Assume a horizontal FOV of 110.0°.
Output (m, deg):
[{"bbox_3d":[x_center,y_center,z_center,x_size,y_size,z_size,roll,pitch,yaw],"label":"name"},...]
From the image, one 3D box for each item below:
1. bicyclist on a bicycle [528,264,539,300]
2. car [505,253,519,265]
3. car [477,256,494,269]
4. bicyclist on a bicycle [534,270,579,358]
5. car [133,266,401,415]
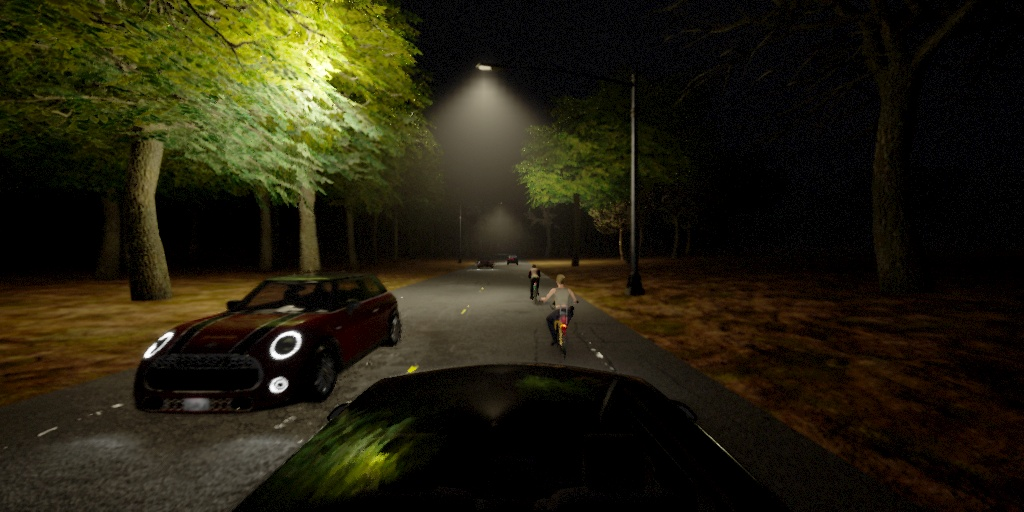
[{"bbox_3d":[0.968,1.172,15.295,0.582,1.620,1.656,0,0,0],"label":"bicyclist on a bicycle"},{"bbox_3d":[0.113,0.712,60.250,2.128,1.511,4.902,0,1,0],"label":"car"},{"bbox_3d":[-3.583,0.800,48.654,2.097,1.767,4.553,0,1,0],"label":"car"},{"bbox_3d":[1.004,1.186,7.483,0.866,1.612,1.509,0,0,0],"label":"bicyclist on a bicycle"},{"bbox_3d":[-3.598,1.102,6.333,2.097,1.767,4.553,0,0,0],"label":"car"}]
